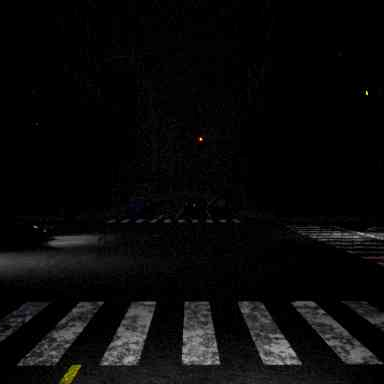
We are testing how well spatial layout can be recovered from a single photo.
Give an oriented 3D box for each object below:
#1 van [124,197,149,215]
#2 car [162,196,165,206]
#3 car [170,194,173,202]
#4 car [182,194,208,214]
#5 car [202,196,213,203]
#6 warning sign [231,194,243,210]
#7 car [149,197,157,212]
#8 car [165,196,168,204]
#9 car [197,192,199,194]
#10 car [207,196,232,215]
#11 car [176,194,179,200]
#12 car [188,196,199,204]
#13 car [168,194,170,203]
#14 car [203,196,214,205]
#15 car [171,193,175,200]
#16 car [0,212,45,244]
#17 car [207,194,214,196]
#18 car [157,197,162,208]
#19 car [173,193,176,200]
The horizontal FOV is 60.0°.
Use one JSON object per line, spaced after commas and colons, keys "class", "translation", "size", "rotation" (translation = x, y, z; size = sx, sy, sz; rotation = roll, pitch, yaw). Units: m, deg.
{"class": "van", "translation": [-5.680, 1.343, 33.383], "size": [1.690, 1.788, 3.998], "rotation": [0, 0, 0]}
{"class": "car", "translation": [-5.586, 1.585, 50.388], "size": [1.802, 1.307, 4.206], "rotation": [0, 0, 0]}
{"class": "car", "translation": [-5.493, 1.567, 67.392], "size": [1.947, 1.339, 4.313], "rotation": [0, 0, 0]}
{"class": "car", "translation": [0.272, 1.354, 35.342], "size": [2.097, 1.767, 4.553], "rotation": [0, 0, 1]}
{"class": "car", "translation": [3.033, 1.552, 67.354], "size": [2.008, 1.369, 4.403], "rotation": [0, 0, 0]}
{"class": "warning sign", "translation": [5.280, 1.118, 39.319], "size": [1.300, 1.860, 1.060], "rotation": [0, 0, 0]}
{"class": "car", "translation": [-5.648, 1.443, 39.051], "size": [1.967, 1.590, 4.097], "rotation": [0, 0, 0]}
{"class": "car", "translation": [-5.555, 1.569, 56.056], "size": [1.947, 1.339, 4.313], "rotation": [0, 0, 0]}
{"class": "car", "translation": [3.125, 1.310, 84.361], "size": [2.192, 1.841, 5.009], "rotation": [0, 0, 0]}
{"class": "car", "translation": [2.846, 1.442, 33.339], "size": [1.967, 1.590, 4.097], "rotation": [0, 0, 0]}
{"class": "car", "translation": [-5.369, 1.307, 90.065], "size": [2.192, 1.841, 5.009], "rotation": [0, 0, 0]}
{"class": "car", "translation": [0.350, 1.566, 64.208], "size": [1.994, 1.385, 4.181], "rotation": [0, 0, 1]}
{"class": "car", "translation": [-5.525, 1.527, 61.554], "size": [1.752, 1.417, 4.829], "rotation": [0, 0, 0]}
{"class": "car", "translation": [3.002, 1.527, 61.854], "size": [1.752, 1.417, 4.829], "rotation": [0, 0, 0]}
{"class": "car", "translation": [-5.462, 1.544, 73.060], "size": [1.887, 1.381, 4.507], "rotation": [0, 0, 0]}
{"class": "car", "translation": [-9.073, 1.512, 14.796], "size": [4.674, 1.442, 1.812], "rotation": [0, 0, -15]}
{"class": "car", "translation": [2.908, 1.443, 44.677], "size": [1.967, 1.590, 4.097], "rotation": [0, 0, 0]}
{"class": "car", "translation": [-5.617, 1.569, 44.720], "size": [1.947, 1.339, 4.313], "rotation": [0, 0, 0]}
{"class": "car", "translation": [-5.432, 1.522, 78.559], "size": [1.752, 1.417, 4.829], "rotation": [0, 0, 0]}
